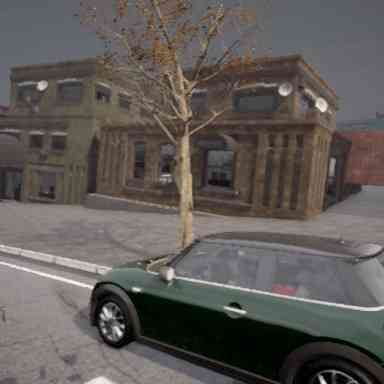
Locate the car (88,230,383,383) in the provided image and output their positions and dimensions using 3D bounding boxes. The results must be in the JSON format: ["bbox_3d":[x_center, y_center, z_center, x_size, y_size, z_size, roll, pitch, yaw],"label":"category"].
[{"bbox_3d":[0.592,1.341,4.736,4.553,1.767,2.097,1,0,36],"label":"car"}]
